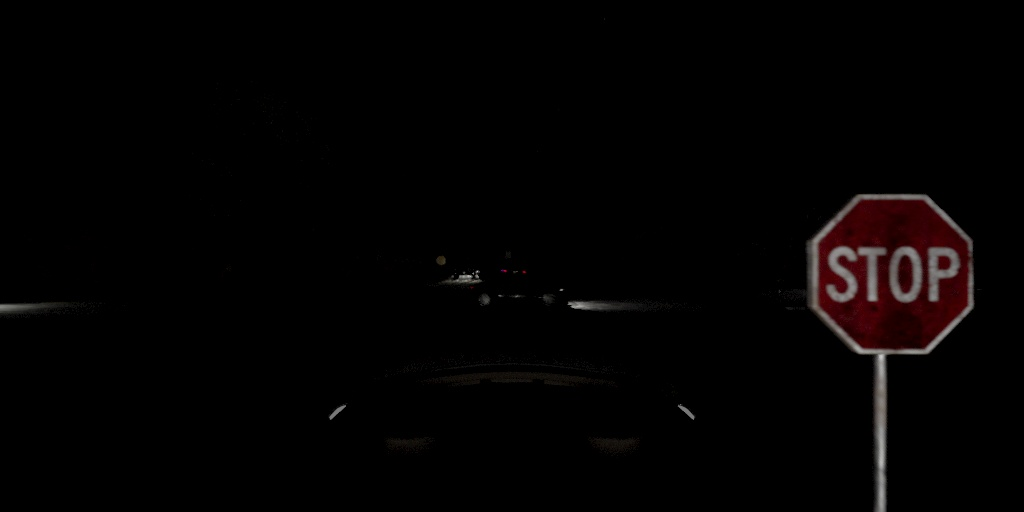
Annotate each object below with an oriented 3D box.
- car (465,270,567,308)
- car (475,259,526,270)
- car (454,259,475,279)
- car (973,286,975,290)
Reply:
[{"bbox_3d":[0.251,1.451,15.525,4.181,1.385,1.994,0,0,-1],"label":"car"},{"bbox_3d":[-0.765,1.249,27.076,2.150,2.045,5.566,-1,0,-22],"label":"car"},{"bbox_3d":[-5.112,1.376,39.330,2.150,2.045,5.566,0,-1,-5],"label":"car"},{"bbox_3d":[22.730,1.378,19.915,4.181,1.385,1.994,0,0,-2],"label":"car"}]
